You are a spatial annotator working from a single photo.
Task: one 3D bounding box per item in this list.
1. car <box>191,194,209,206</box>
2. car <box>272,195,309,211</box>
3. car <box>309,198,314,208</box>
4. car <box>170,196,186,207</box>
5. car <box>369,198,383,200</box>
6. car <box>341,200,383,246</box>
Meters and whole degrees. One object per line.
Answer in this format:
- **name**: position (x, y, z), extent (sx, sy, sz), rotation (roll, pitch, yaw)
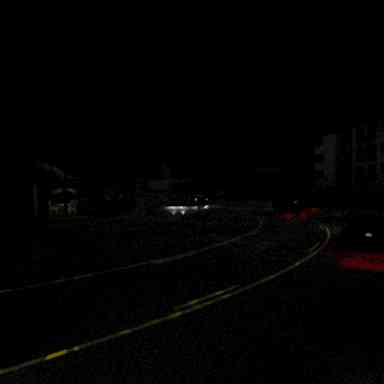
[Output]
- **car**: position (1.107, 1.047, 49.369), extent (2.097, 1.767, 4.553), rotation (-1, 0, -7)
- **car**: position (10.048, 1.059, 35.140), extent (2.097, 1.767, 4.553), rotation (-1, 0, -6)
- **car**: position (12.971, 1.141, 40.430), extent (2.128, 1.511, 4.902), rotation (-1, 0, -7)
- **car**: position (-2.005, 1.305, 46.124), extent (1.994, 1.385, 4.181), rotation (-1, 0, -7)
- **car**: position (13.920, 1.240, 24.845), extent (1.837, 1.490, 4.892), rotation (0, 0, 6)
- **car**: position (7.351, 1.335, 13.879), extent (1.882, 1.535, 5.008), rotation (0, 1, 27)
